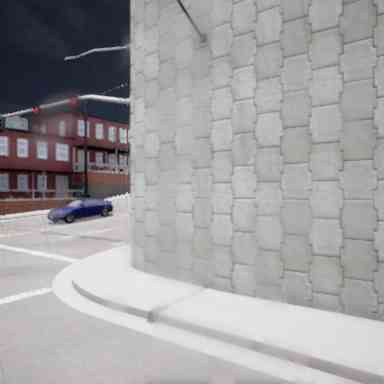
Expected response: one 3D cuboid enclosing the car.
[{"bbox_3d":[-7.527,1.160,22.761,1.812,1.442,4.674,0,5,35],"label":"car"}]
